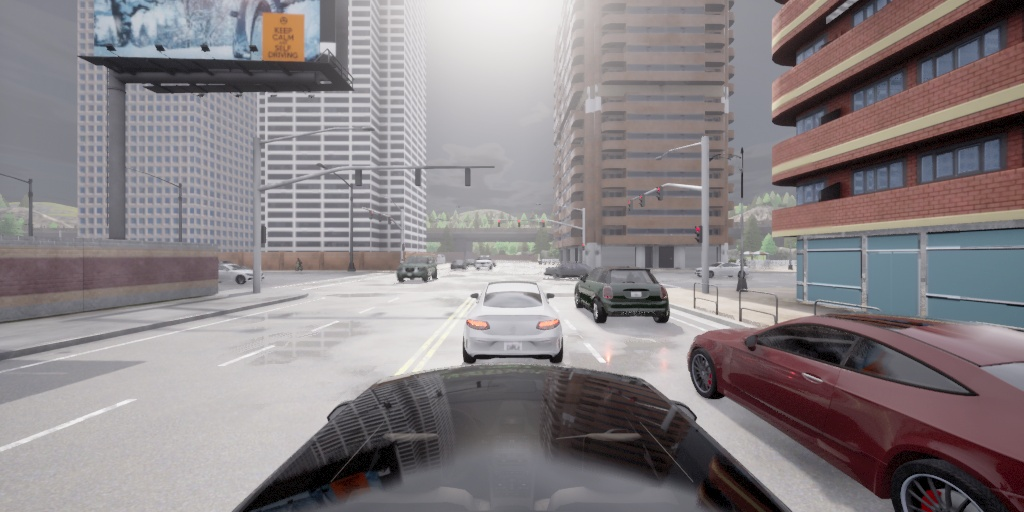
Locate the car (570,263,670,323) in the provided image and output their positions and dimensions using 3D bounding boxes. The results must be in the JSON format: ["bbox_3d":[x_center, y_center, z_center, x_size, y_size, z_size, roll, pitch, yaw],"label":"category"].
[{"bbox_3d":[3.494,1.102,12.236,2.097,1.767,4.553,0,0,0],"label":"car"}]

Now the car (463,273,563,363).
[{"bbox_3d":[0.014,1.276,8.019,1.812,1.442,4.674,0,0,0],"label":"car"}]

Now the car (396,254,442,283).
[{"bbox_3d":[-7.323,0.971,28.275,2.150,2.045,5.566,0,0,0],"label":"car"}]

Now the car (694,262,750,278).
[{"bbox_3d":[19.372,1.276,33.106,4.674,1.442,1.812,0,0,0],"label":"car"}]

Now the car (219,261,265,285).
[{"bbox_3d":[-20.455,1.276,25.825,4.674,1.442,1.812,0,0,0],"label":"car"}]

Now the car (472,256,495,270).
[{"bbox_3d":[-4.025,0.971,51.473,2.150,2.045,5.566,0,0,-1],"label":"car"}]

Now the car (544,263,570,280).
[{"bbox_3d":[5.360,1.297,30.251,5.357,1.411,2.033,0,0,23],"label":"car"}]

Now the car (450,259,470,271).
[{"bbox_3d":[-7.512,1.227,50.635,1.882,1.535,5.008,0,0,0],"label":"car"}]

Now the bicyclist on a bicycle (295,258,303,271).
[{"bbox_3d":[-25.994,1.051,43.769,0.582,1.620,1.656,0,0,0],"label":"bicyclist on a bicycle"}]

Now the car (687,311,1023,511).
[{"bbox_3d":[3.579,1.276,3.517,1.812,1.442,4.674,0,0,0],"label":"car"}]
